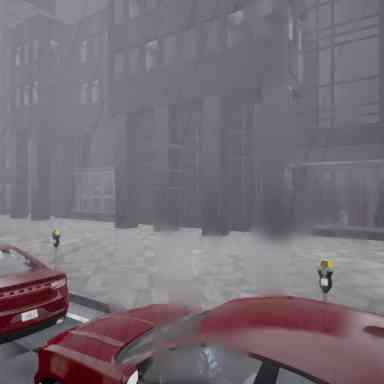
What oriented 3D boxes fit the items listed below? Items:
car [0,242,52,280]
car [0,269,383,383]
[{"bbox_3d":[-4.027,1.545,5.826,4.507,1.381,1.887,0,0,35],"label":"car"},{"bbox_3d":[0.564,1.545,2.557,4.507,1.381,1.887,0,0,35],"label":"car"}]
